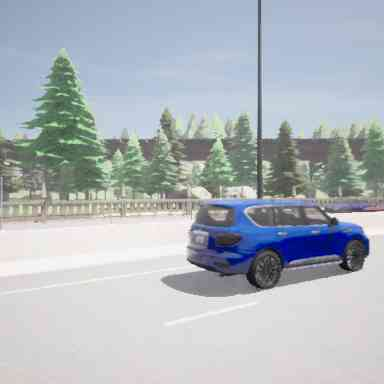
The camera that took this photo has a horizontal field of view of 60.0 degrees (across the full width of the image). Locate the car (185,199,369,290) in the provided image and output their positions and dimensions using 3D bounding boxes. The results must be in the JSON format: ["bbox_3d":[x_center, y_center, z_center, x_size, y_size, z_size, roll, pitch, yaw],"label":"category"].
[{"bbox_3d":[2.497,1.221,9.255,5.566,2.045,2.150,0,0,-31],"label":"car"}]

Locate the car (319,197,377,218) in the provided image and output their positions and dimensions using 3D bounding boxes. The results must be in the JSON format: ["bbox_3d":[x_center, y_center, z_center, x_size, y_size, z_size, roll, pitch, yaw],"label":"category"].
[{"bbox_3d":[14.124,1.351,30.135,4.553,1.767,2.097,0,0,-19],"label":"car"}]
